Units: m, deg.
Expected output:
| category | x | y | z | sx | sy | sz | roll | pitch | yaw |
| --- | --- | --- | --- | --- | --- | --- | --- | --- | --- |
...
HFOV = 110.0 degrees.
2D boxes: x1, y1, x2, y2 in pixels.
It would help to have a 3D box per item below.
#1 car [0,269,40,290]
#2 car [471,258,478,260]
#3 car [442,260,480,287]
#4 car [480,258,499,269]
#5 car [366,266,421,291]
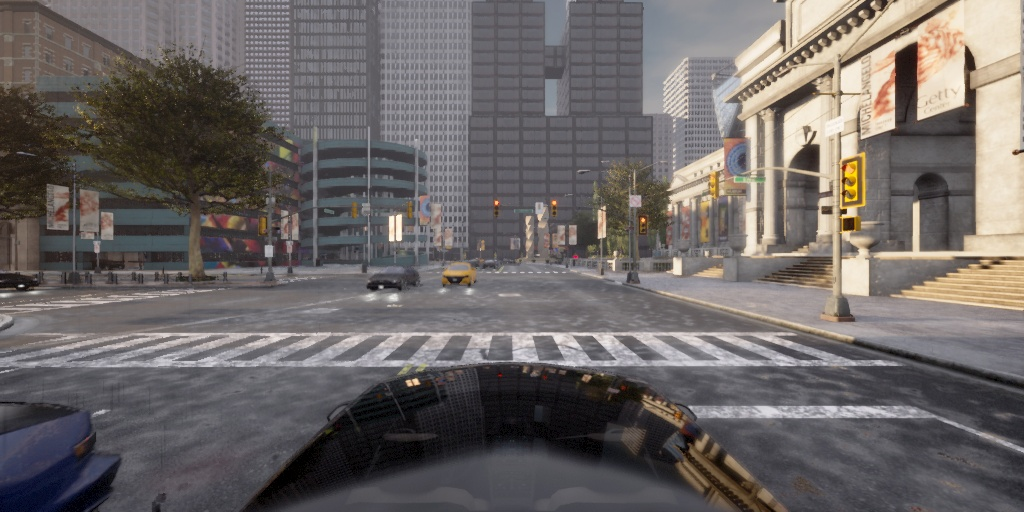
| category | x | y | z | sx | sy | sz | roll | pitch | yaw |
| --- | --- | --- | --- | --- | --- | --- | --- | --- | --- |
| car | -30.245 | 1.297 | 20.156 | 5.357 | 1.411 | 2.033 | 0 | 0 | 0 |
| car | -6.990 | 1.297 | 56.082 | 2.033 | 1.411 | 5.357 | 0 | 0 | 0 |
| car | -3.554 | 1.227 | 24.805 | 1.882 | 1.535 | 5.008 | 0 | 0 | 0 |
| car | -3.494 | 1.228 | 56.224 | 1.882 | 1.535 | 5.008 | 0 | 0 | 0 |
| car | -7.060 | 1.297 | 22.008 | 2.033 | 1.411 | 5.357 | 0 | 0 | 0 |
